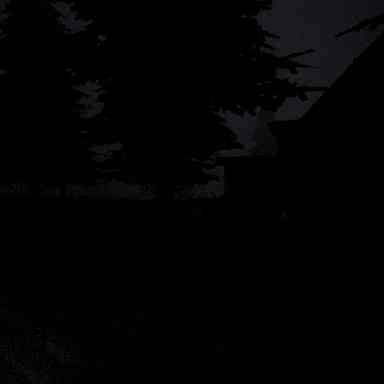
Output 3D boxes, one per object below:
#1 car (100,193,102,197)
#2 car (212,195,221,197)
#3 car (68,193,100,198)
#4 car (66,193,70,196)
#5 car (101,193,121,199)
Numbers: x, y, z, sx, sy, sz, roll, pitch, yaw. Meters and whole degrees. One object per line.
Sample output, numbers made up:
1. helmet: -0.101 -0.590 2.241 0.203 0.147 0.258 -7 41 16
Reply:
1. car: -22.031 1.403 85.161 4.514 1.523 2.007 0 0 -23
2. car: 4.661 1.436 69.404 3.633 1.501 1.845 0 0 -23
3. car: -19.282 1.417 59.182 4.514 1.523 2.007 0 0 -23
4. car: -20.561 1.412 62.046 5.027 1.636 2.152 0 0 -23
5. car: -18.150 1.412 75.953 3.633 1.501 1.845 0 0 -23
